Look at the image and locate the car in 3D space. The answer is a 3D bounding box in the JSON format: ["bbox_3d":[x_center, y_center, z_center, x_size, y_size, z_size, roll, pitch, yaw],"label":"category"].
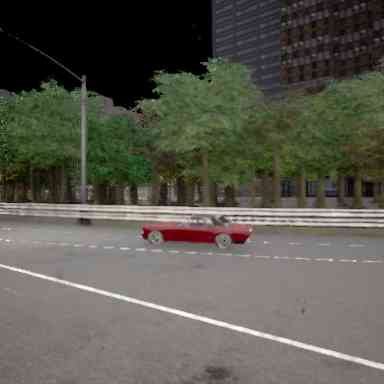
[{"bbox_3d":[0.211,1.632,14.244,4.718,1.301,1.895,0,0,18],"label":"car"}]
